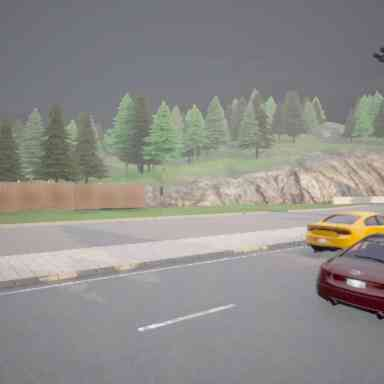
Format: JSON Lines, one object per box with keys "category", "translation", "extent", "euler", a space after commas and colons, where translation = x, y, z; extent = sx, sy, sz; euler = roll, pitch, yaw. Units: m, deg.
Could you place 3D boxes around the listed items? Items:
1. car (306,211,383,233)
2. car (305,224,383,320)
{"category": "car", "translation": [6.396, 1.477, 12.607], "extent": [5.008, 1.535, 1.882], "euler": [0, 0, -36]}
{"category": "car", "translation": [4.485, 1.564, 6.946], "extent": [4.181, 1.385, 1.994], "euler": [0, 0, -36]}
